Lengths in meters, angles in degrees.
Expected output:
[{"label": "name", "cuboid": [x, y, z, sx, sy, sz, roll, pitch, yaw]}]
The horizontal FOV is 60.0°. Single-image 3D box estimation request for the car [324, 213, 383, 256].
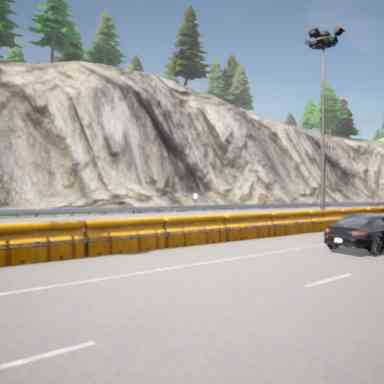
[{"label": "car", "cuboid": [7.158, 1.584, 13.359, 4.674, 1.442, 1.812, 0, 0, -36]}]
